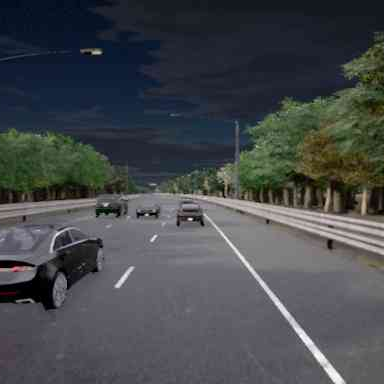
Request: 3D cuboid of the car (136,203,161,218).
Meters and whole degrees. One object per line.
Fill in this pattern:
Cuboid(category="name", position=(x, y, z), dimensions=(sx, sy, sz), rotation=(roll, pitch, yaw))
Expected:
Cuboid(category="car", position=(-3.802, 1.609, 29.758), dimensions=(1.895, 1.301, 4.718), rotation=(0, 0, -2))

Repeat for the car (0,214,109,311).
Cuboid(category="car", position=(-3.432, 1.493, 7.750), dimensions=(2.128, 1.511, 4.902), rotation=(0, 0, 0))

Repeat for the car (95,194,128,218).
Cuboid(category="car", position=(-7.330, 1.230, 30.686), dimensions=(2.150, 2.045, 5.566), rotation=(0, 0, -2))

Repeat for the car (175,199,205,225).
Cuboid(category="car", position=(-0.160, 1.511, 23.904), dimensions=(1.837, 1.490, 4.892), rotation=(0, 0, -1))
